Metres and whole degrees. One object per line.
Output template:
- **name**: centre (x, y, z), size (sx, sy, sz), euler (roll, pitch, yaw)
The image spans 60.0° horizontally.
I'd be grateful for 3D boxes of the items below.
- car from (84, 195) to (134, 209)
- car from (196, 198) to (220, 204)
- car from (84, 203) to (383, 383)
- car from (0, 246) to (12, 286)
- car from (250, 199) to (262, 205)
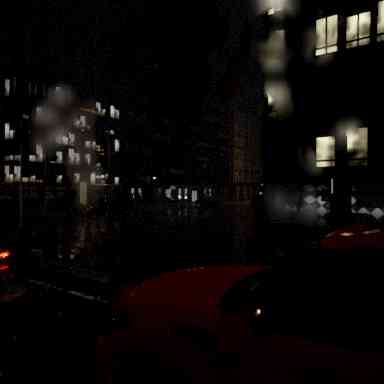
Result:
- **car**: centre (-8.429, 1.351, 34.418), size (2.150, 2.045, 5.566), euler (0, 0, 37)
- **car**: centre (2.291, 1.702, 48.803), size (2.128, 1.511, 4.902), euler (0, 0, 37)
- **car**: centre (1.735, 1.221, 2.447), size (5.566, 2.045, 2.150), euler (0, 0, 35)
- **car**: centre (-6.165, 1.537, 8.068), size (4.674, 1.442, 1.812), euler (0, 0, 35)
- **car**: centre (11.594, 1.829, 55.978), size (2.033, 1.411, 5.357), euler (0, 0, 37)
